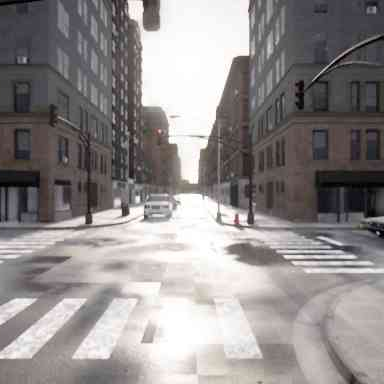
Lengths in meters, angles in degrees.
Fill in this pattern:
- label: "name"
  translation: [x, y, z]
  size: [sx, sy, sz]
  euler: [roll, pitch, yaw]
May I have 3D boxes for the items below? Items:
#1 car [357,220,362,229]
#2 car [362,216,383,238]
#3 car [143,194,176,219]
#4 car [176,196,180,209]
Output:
- label: "car"
  translation: [11.604, 1.550, 18.065]
  size: [4.829, 1.417, 1.752]
  euler: [0, 0, 0]
- label: "car"
  translation: [10.921, 1.615, 15.551]
  size: [4.718, 1.301, 1.895]
  euler: [0, 0, 1]
- label: "car"
  translation: [-2.897, 1.209, 29.358]
  size: [2.150, 2.045, 5.566]
  euler: [0, 0, 0]
- label: "car"
  translation: [-2.907, 1.331, 41.031]
  size: [2.097, 1.767, 4.553]
  euler: [0, 0, 0]
